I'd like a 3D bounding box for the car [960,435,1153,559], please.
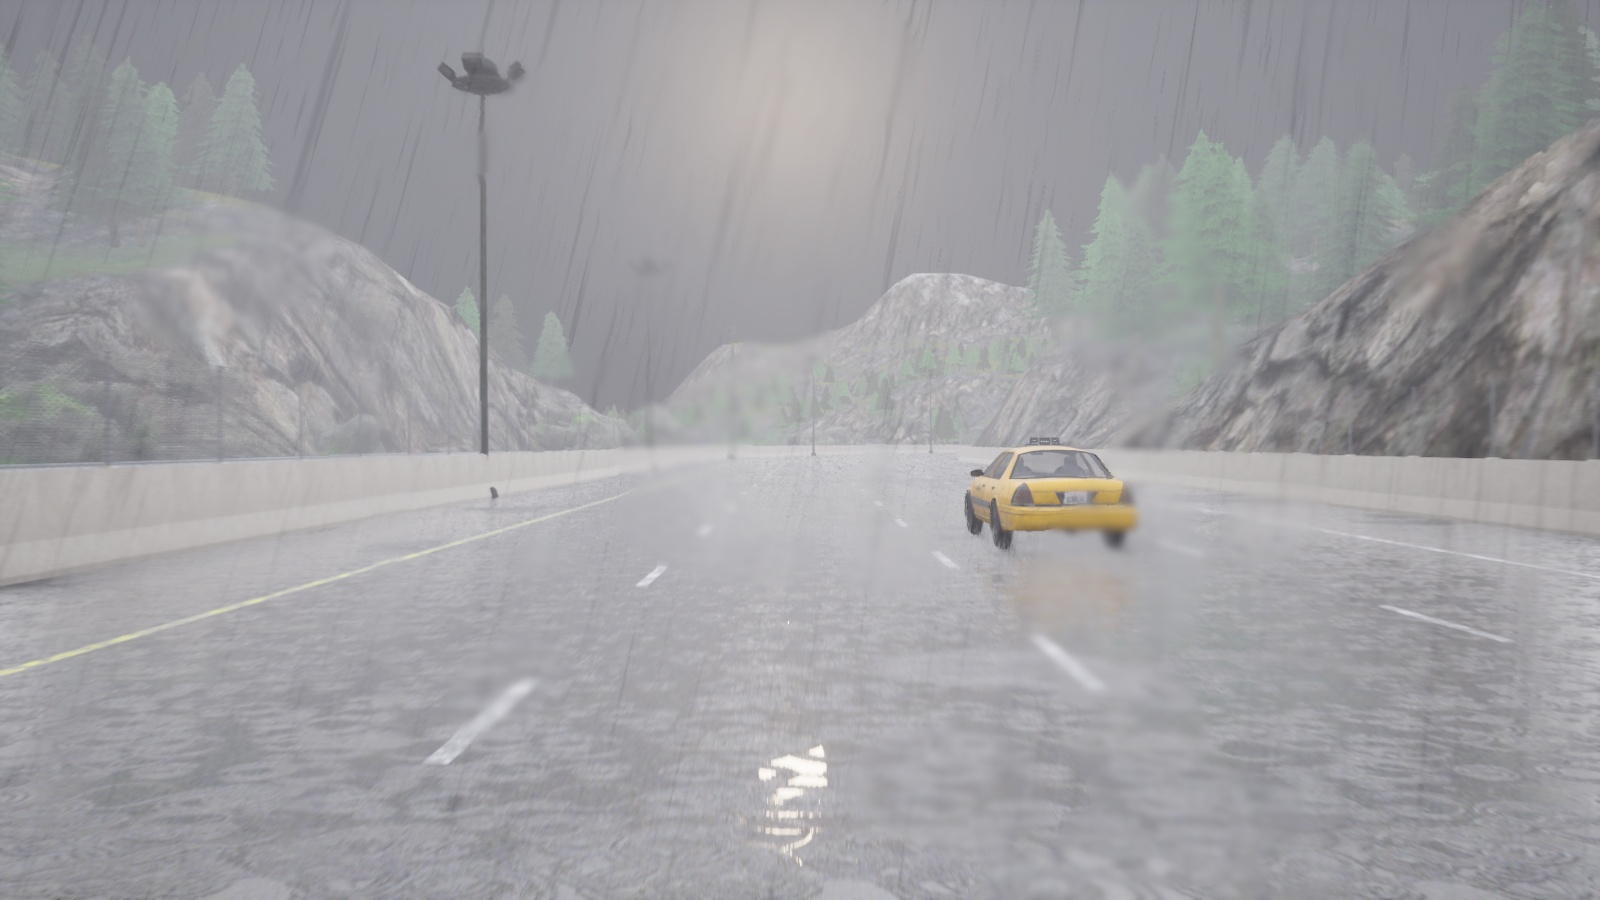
[{"bbox_3d":[3.621,0.584,18.735,1.801,1.575,5.366,0,0,0],"label":"car"}]
